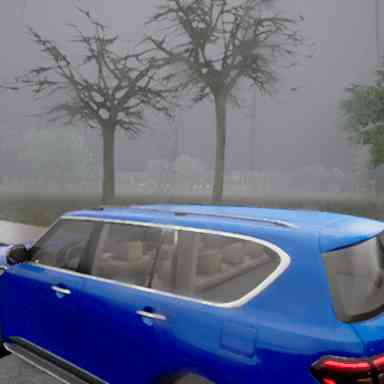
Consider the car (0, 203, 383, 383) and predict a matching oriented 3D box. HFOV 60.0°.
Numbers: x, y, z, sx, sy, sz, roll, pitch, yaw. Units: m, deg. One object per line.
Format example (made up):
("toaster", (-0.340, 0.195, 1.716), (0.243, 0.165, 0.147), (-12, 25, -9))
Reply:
("car", (-0.567, 1.142, 3.963), (5.566, 2.045, 2.150), (2, 1, 35))
